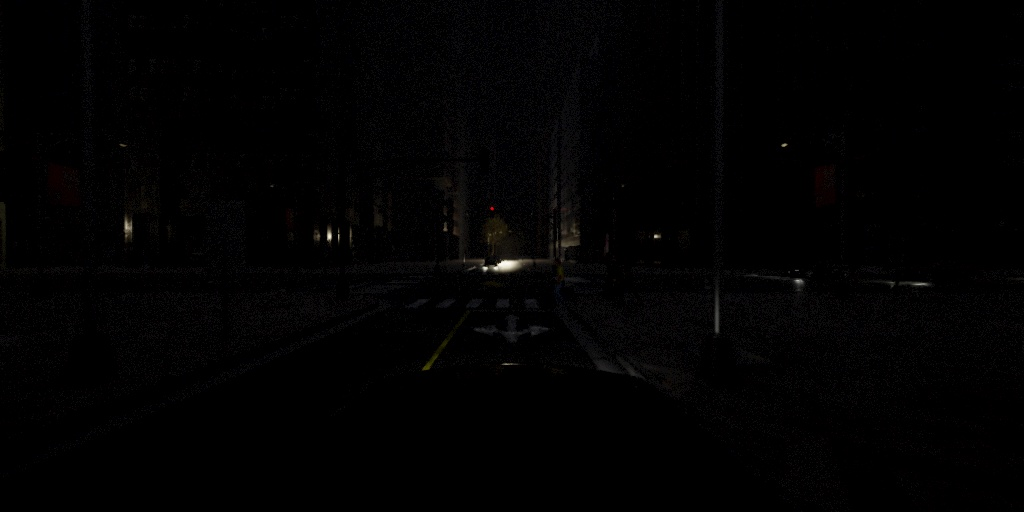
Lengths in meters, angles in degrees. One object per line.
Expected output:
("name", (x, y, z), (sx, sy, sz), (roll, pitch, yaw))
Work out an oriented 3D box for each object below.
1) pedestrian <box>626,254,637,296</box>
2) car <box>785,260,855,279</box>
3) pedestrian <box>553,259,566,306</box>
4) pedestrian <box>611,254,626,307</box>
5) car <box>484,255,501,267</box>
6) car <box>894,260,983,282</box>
("pedestrian", (4.188, 0.803, 12.981), (0.375, 1.860, 0.375), (0, 1, 0))
("car", (25.212, 1.057, 29.477), (4.892, 1.490, 1.837), (0, 1, 0))
("pedestrian", (1.850, 0.950, 13.583), (0.375, 1.860, 0.375), (0, 1, 0))
("pedestrian", (3.606, 0.807, 12.381), (0.375, 1.860, 0.375), (0, 1, 0))
("car", (-3.120, 0.818, 53.673), (1.882, 1.535, 5.008), (0, 0, 0))
("car", (31.051, 1.070, 26.205), (5.008, 1.535, 1.882), (0, 1, 0))
